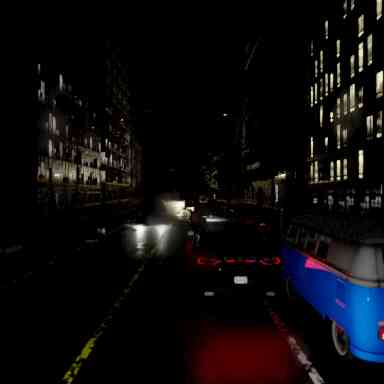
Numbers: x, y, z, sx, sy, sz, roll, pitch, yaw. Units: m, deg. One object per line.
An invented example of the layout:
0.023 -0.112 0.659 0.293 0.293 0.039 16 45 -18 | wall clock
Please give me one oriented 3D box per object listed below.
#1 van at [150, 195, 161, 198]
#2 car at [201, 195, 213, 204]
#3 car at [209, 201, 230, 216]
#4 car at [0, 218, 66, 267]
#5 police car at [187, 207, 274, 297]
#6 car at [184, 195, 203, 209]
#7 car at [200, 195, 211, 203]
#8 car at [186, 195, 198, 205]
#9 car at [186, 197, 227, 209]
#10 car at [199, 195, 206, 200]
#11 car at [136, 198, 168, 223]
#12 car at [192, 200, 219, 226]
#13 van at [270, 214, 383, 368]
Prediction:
-5.643 1.371 51.176 1.690 1.788 3.998 0 0 0 | van
2.748 1.462 62.550 1.967 1.590 4.097 0 0 0 | car
2.722 1.609 34.087 1.802 1.307 4.206 0 0 0 | car
-5.680 1.591 11.328 1.802 1.307 4.206 0 0 0 | car
0.909 1.432 8.756 1.930 1.638 5.238 0 0 0 | police car
0.049 1.383 45.426 2.097 1.767 4.553 0 0 0 | car
2.753 1.458 68.242 1.967 1.590 4.097 0 0 0 | car
0.054 1.377 59.379 2.097 1.767 4.553 0 0 0 | car
0.868 1.367 18.608 2.097 1.767 4.553 0 0 0 | car
2.774 1.538 91.012 1.887 1.381 4.507 0 0 0 | car
-2.976 1.498 25.922 1.882 1.535 5.008 0 0 0 | car
0.923 1.475 24.836 1.801 1.575 5.366 0 0 0 | car
2.696 1.346 5.626 1.690 1.788 3.998 0 0 0 | van
